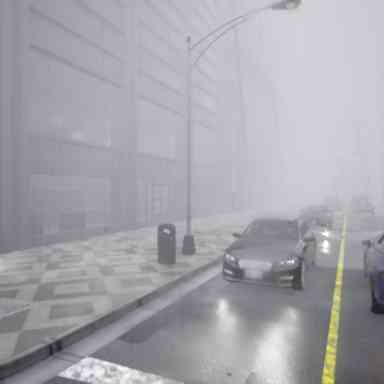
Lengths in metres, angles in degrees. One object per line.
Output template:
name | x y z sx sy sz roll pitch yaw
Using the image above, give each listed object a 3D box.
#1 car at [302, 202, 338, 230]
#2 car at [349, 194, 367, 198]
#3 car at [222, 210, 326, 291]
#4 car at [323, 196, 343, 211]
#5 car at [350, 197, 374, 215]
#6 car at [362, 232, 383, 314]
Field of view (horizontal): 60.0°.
car | 7.893 1.561 21.031 1.994 1.385 4.181 0 0 25
car | 21.924 1.221 43.569 2.150 2.045 5.566 0 0 25
car | 2.358 1.489 9.285 2.128 1.511 4.902 0 0 25
car | 16.993 1.351 40.137 2.097 1.767 4.553 0 0 25
car | 17.507 1.547 34.076 2.033 1.411 5.357 0 0 26
car | 4.707 1.525 6.989 1.812 1.442 4.674 0 0 25
